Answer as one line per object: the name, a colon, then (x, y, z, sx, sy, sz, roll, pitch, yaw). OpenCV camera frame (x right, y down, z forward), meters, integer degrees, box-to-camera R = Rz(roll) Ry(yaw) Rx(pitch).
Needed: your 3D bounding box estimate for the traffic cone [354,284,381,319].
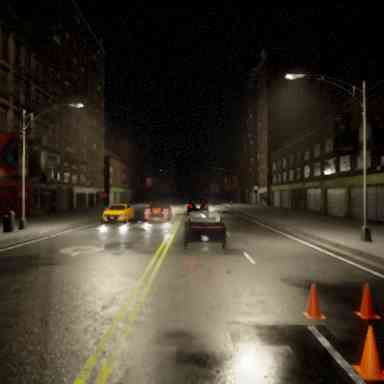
traffic cone: (3.274, 2.017, 6.219, 0.340, 0.580, 0.340, 0, -1, 0)

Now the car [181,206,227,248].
car: (0.536, 1.636, 15.461, 2.128, 1.511, 4.902, 0, -1, 0)

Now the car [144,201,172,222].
car: (-2.871, 1.620, 29.025, 2.097, 1.767, 4.553, 0, -1, 0)

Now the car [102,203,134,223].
car: (-6.126, 1.734, 28.071, 1.882, 1.535, 5.008, 0, -1, 0)

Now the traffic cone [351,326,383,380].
traffic cone: (2.267, 1.997, 4.222, 0.340, 0.580, 0.340, 0, -1, 0)

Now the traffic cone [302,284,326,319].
traffic cone: (2.274, 2.016, 6.222, 0.340, 0.580, 0.340, 0, -1, 0)

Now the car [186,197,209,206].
car: (0.594, 1.543, 34.303, 2.150, 2.045, 5.566, 0, -1, 0)
